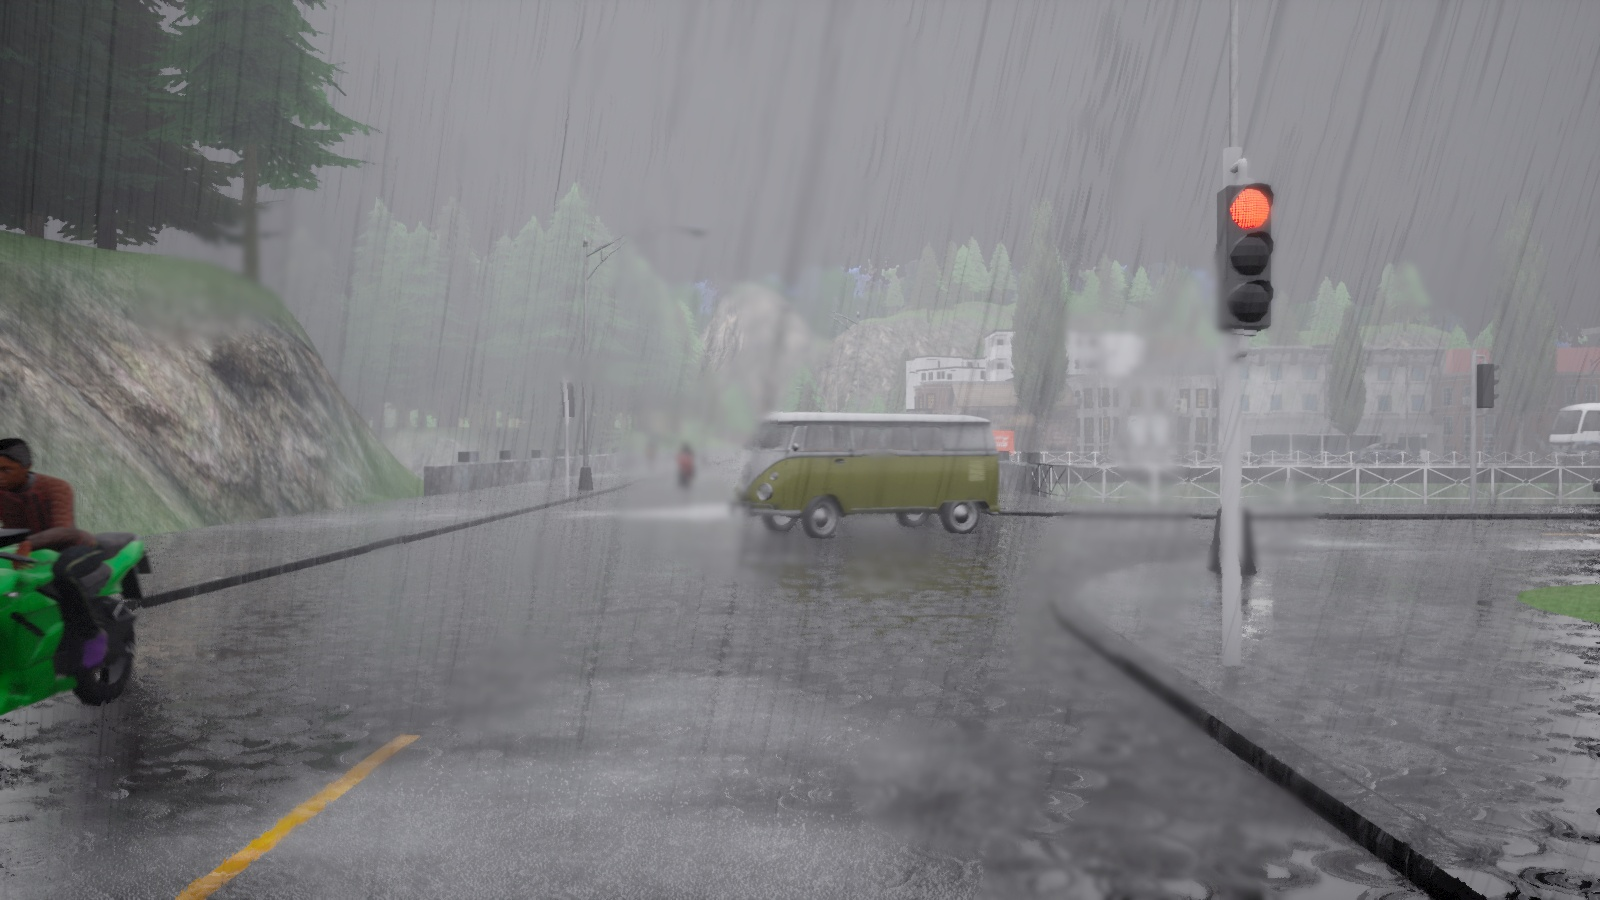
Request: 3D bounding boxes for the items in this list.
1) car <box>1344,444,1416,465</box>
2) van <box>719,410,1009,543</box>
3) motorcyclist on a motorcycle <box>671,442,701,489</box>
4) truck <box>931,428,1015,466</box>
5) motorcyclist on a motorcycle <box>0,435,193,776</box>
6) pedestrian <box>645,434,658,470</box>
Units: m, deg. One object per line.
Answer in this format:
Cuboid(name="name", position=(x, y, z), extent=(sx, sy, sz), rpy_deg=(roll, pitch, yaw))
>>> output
Cuboid(name="car", position=(40.531, 0.297, 87.880), extent=(4.193, 1.474, 1.816), rpy_deg=(0, 0, 0))
Cuboid(name="van", position=(1.068, 0.384, 20.516), extent=(4.442, 1.987, 1.775), rpy_deg=(0, 0, -27))
Cuboid(name="motorcyclist on a motorcycle", position=(-3.751, 0.491, 41.501), extent=(0.797, 1.523, 2.044), rpy_deg=(0, 0, 0))
Cuboid(name="truck", position=(12.067, -0.202, 87.716), extent=(5.204, 2.467, 2.627), rpy_deg=(2, 0, -9))
Cuboid(name="motorcyclist on a motorcycle", position=(-3.965, 0.690, 6.341), extent=(0.797, 1.523, 2.044), rpy_deg=(0, 0, 0))
Cuboid(name="pedestrian", position=(-7.716, 0.082, 65.222), extent=(0.540, 1.848, 0.694), rpy_deg=(0, 0, 3))
